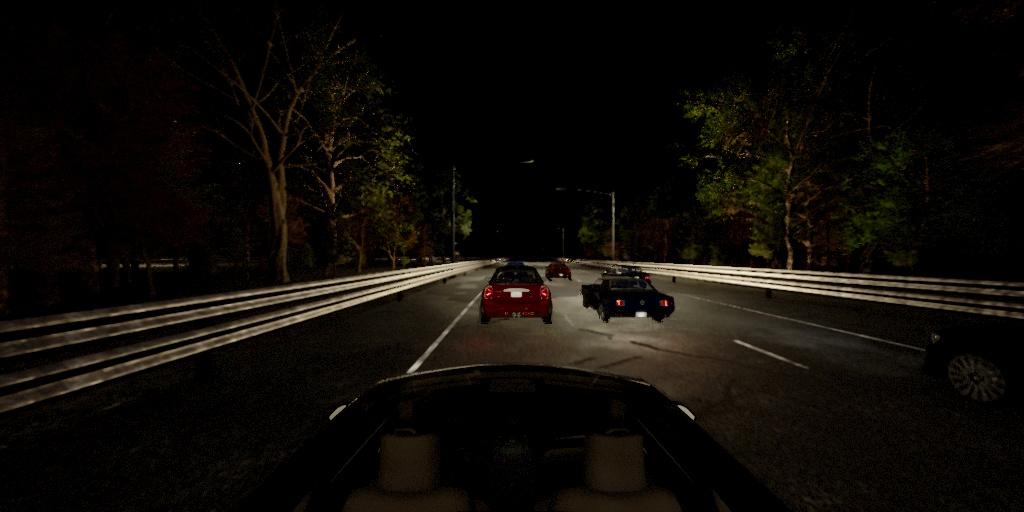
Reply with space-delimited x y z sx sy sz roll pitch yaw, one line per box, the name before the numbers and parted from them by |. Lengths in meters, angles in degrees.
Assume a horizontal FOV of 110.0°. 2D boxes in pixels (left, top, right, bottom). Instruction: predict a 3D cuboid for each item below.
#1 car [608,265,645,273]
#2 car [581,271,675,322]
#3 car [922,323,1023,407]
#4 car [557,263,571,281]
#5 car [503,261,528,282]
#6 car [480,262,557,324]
car | 7.221 1.298 23.146 2.033 1.411 5.357 0 0 1
car | 3.636 1.352 12.269 1.895 1.301 4.718 0 0 0
car | 7.108 1.243 3.333 2.128 1.511 4.902 0 0 0
car | 3.805 1.275 29.877 1.812 1.442 4.674 0 0 1
car | 0.310 1.226 30.231 1.882 1.535 5.008 0 0 1
car | 0.137 1.102 12.191 2.097 1.767 4.553 0 0 0
